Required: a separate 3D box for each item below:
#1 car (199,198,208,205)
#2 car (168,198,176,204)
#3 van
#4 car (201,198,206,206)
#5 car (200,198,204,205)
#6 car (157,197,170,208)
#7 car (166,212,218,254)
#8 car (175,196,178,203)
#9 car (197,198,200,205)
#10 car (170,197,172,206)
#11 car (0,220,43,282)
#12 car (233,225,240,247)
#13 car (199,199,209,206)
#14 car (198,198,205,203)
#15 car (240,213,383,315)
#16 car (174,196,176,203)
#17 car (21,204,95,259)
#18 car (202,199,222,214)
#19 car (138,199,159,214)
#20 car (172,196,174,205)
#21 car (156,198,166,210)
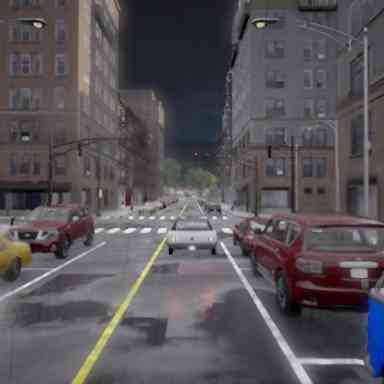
[{"bbox_3d":[2.669,2.173,78.701,1.967,1.590,4.097,0,-1,0],"label":"car"},{"bbox_3d":[-5.362,2.360,89.497,1.752,1.417,4.829,0,-1,0],"label":"car"},{"bbox_3d":[2.639,1.360,1.965,1.690,1.788,3.998,0,-1,0],"label":"van"},{"bbox_3d":[2.656,1.970,45.809,1.887,1.381,4.507,0,-1,0],"label":"car"},{"bbox_3d":[2.658,2.027,51.291,2.008,1.369,4.403,0,-1,0],"label":"car"},{"bbox_3d":[-5.387,1.843,56.778,2.192,1.841,5.009,0,-1,0],"label":"car"},{"bbox_3d":[0.003,1.732,14.110,1.895,1.301,4.718,0,0,0],"label":"car"},{"bbox_3d":[-5.366,2.100,84.187,2.192,1.841,5.009,0,-1,0],"label":"car"},{"bbox_3d":[2.665,2.181,67.736,2.008,1.369,4.403,0,-1,0],"label":"car"},{"bbox_3d":[-5.383,2.020,62.259,1.967,1.590,4.097,0,-1,0],"label":"car"},{"bbox_3d":[-5.396,1.596,7.476,1.752,1.417,4.829,0,-1,0],"label":"car"},{"bbox_3d":[2.644,1.706,13.320,1.802,1.307,4.206,0,-1,0],"label":"car"},{"bbox_3d":[2.667,2.233,73.218,2.008,1.369,4.403,0,-1,0],"label":"car"},{"bbox_3d":[2.675,2.433,95.145,1.887,1.381,4.507,0,-1,0],"label":"car"},{"bbox_3d":[2.642,1.387,7.644,2.192,1.841,5.009,0,-1,0],"label":"car"},{"bbox_3d":[-5.370,2.299,78.703,1.947,1.339,4.313,0,-1,0],"label":"car"},{"bbox_3d":[-5.394,1.440,13.327,2.192,1.841,5.009,0,-1,0],"label":"car"},{"bbox_3d":[2.654,1.925,40.328,2.008,1.369,4.403,0,-1,0],"label":"car"},{"bbox_3d":[-5.399,1.898,40.161,1.752,1.417,4.829,0,-1,0],"label":"car"},{"bbox_3d":[-5.379,2.071,67.740,1.967,1.590,4.097,0,-1,0],"label":"car"},{"bbox_3d":[-5.391,2.000,51.124,1.752,1.417,4.829,0,-1,0],"label":"car"}]
